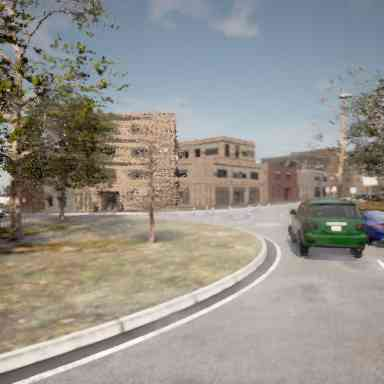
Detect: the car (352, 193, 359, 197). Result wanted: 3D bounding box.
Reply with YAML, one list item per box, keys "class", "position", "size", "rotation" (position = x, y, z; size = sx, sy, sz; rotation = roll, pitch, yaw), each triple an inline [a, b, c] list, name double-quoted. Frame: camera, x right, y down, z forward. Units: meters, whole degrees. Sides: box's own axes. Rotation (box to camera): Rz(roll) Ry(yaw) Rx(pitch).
- class: "car"
  position: [40.487, 0.922, 80.579]
  size: [1.882, 1.535, 5.008]
  rotation: [-1, 0, 44]

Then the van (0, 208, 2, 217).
- class: "van"
  position: [-42.411, 4.470, 71.922]
  size: [1.878, 1.987, 4.442]
  rotation: [0, -4, -36]

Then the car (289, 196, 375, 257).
- class: "car"
  position: [5.398, 1.346, 13.800]
  size: [2.150, 2.045, 5.566]
  rotation: [0, -1, 12]

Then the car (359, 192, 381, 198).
- class: "car"
  position: [40.961, 0.989, 76.362]
  size: [2.128, 1.511, 4.902]
  rotation: [-1, 0, 44]

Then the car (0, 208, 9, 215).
- class: "car"
  position: [-35.877, 3.915, 62.952]
  size: [2.002, 1.452, 4.674]
  rotation: [2, -5, -36]

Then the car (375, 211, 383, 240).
- class: "car"
  position: [8.729, 1.653, 16.209]
  size: [1.812, 1.442, 4.674]
  rotation: [0, -1, 3]
